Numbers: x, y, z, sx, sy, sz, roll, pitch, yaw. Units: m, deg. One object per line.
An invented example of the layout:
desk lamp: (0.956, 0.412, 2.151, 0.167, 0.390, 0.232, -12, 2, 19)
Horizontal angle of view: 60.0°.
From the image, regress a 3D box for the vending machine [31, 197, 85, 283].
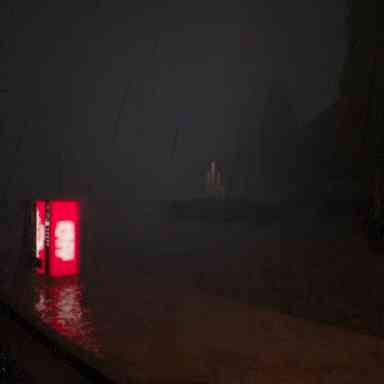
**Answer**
vending machine: (-3.553, 1.177, 8.824, 1.100, 2.100, 0.880, 0, 0, -40)

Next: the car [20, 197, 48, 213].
car: (-15.966, 1.259, 34.868, 2.097, 1.767, 4.553, 0, 0, 1)

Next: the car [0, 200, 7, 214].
car: (-19.560, 1.096, 30.991, 2.150, 2.045, 5.566, 0, 0, -2)

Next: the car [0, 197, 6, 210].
car: (-23.099, 1.345, 36.775, 2.128, 1.511, 4.902, 0, 0, 2)

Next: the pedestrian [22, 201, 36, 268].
pedestrian: (-4.431, 1.119, 9.063, 0.375, 1.860, 0.375, 0, 0, -39)
